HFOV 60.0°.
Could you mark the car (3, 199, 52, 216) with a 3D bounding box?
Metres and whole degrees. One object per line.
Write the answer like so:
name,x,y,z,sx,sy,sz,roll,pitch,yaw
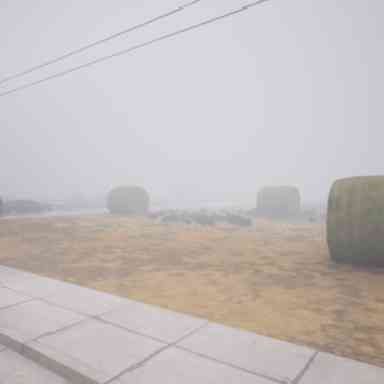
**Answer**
car,-15.398,1.389,30.678,1.837,1.490,4.892,0,0,37
